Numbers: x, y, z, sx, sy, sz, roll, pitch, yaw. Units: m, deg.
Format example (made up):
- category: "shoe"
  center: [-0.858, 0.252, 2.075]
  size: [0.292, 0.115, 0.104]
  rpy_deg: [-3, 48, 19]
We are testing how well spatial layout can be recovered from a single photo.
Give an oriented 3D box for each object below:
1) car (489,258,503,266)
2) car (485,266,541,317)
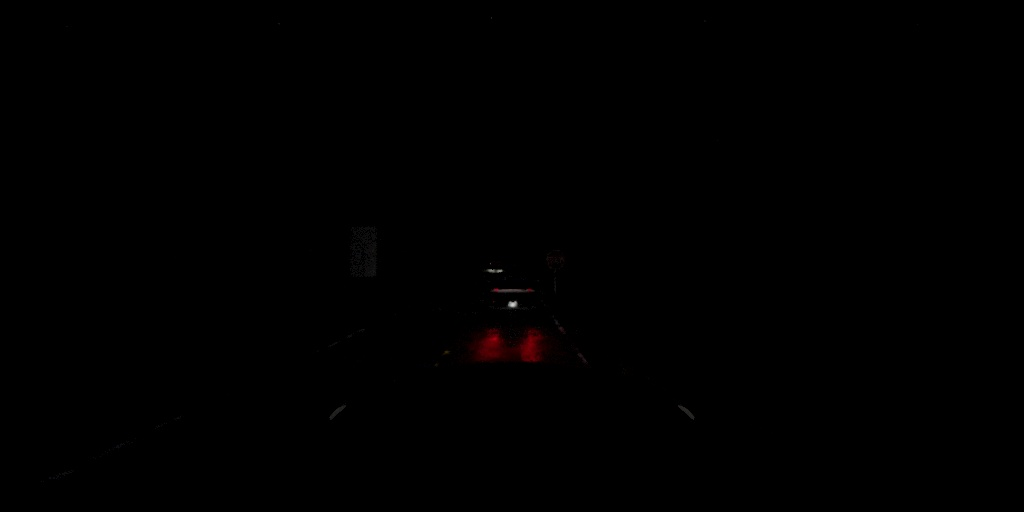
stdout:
- category: "car"
  center: [-2.764, 1.285, 62.365]
  size: [2.150, 2.045, 5.566]
  rpy_deg: [0, 0, 1]
- category: "car"
  center: [0.040, 1.305, 13.483]
  size: [2.128, 1.511, 4.902]
  rpy_deg: [0, 0, 0]
